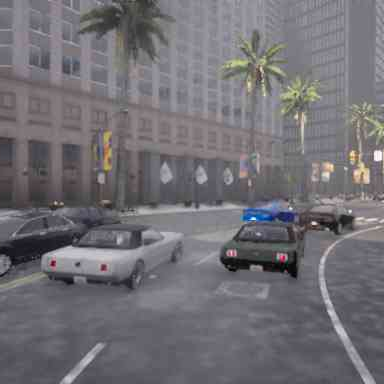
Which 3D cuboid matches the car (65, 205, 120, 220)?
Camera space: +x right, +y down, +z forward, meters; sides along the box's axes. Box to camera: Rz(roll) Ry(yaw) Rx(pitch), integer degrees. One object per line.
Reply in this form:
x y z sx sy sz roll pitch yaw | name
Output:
-5.984 1.406 17.323 2.033 1.411 5.357 0 0 28 | car

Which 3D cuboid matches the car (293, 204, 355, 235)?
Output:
7.507 1.374 18.252 1.882 1.535 5.008 1 1 38 | car

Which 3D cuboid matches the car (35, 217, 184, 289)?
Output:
-1.705 1.531 9.057 1.895 1.301 4.718 0 0 16 | car

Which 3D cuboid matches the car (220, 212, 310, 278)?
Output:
2.380 1.537 10.059 1.895 1.301 4.718 0 0 22 | car

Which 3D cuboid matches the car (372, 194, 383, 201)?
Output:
40.548 1.147 71.699 2.161 1.482 4.786 1 1 44 | car

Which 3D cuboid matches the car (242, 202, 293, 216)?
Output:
4.955 1.349 20.586 1.882 1.535 5.008 1 1 38 | car

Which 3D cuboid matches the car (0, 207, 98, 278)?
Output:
-5.170 1.417 10.063 1.837 1.490 4.892 0 0 19 | car
